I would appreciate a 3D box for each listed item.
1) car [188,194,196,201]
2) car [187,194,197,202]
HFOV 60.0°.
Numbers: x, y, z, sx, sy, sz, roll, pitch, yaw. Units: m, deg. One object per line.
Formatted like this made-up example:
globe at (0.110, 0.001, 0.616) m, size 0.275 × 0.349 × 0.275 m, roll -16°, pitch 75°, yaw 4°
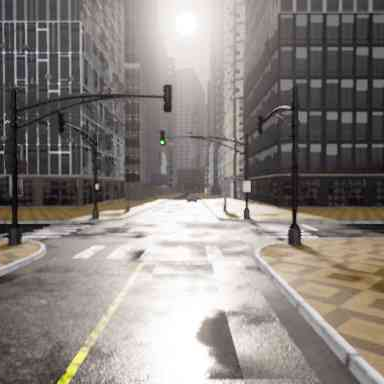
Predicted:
car at (0.028, 1.072, 72.425) m, size 1.812 × 1.442 × 4.674 m, roll 0°, pitch 0°, yaw 0°
car at (0.024, 1.217, 62.438) m, size 1.895 × 1.301 × 4.718 m, roll 0°, pitch 0°, yaw 0°
